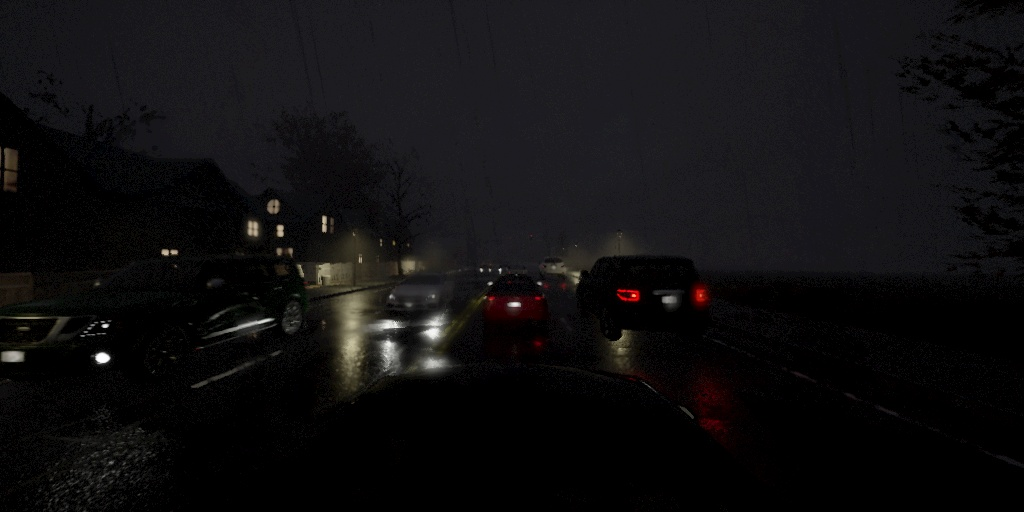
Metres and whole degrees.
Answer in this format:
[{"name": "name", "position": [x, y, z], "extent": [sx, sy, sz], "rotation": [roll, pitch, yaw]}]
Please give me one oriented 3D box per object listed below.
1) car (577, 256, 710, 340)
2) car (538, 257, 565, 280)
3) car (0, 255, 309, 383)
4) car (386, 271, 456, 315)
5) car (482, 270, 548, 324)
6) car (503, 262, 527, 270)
[{"name": "car", "position": [3.331, 1.010, 10.231], "extent": [2.150, 2.045, 5.566], "rotation": [0, 0, 0]}, {"name": "car", "position": [3.751, 1.118, 34.042], "extent": [2.150, 2.045, 5.566], "rotation": [0, -1, 2]}, {"name": "car", "position": [-6.626, 0.998, 7.530], "extent": [2.150, 2.045, 5.566], "rotation": [0, 0, 0]}, {"name": "car", "position": [-3.330, 1.332, 13.991], "extent": [1.812, 1.442, 4.674], "rotation": [0, 0, 0]}, {"name": "car", "position": [0.103, 1.362, 12.203], "extent": [1.994, 1.385, 4.181], "rotation": [0, 0, 0]}, {"name": "car", "position": [0.490, 1.503, 33.747], "extent": [1.895, 1.301, 4.718], "rotation": [0, 0, 2]}]
